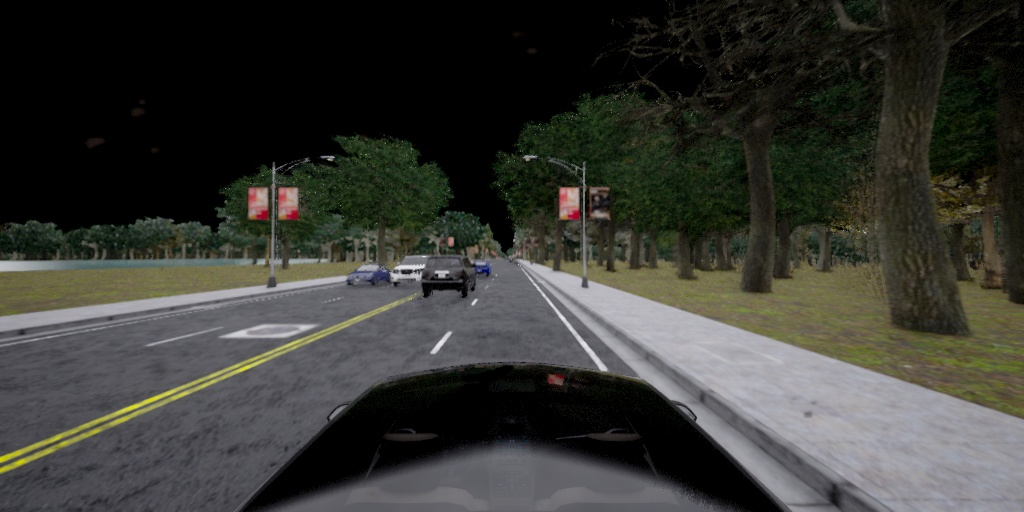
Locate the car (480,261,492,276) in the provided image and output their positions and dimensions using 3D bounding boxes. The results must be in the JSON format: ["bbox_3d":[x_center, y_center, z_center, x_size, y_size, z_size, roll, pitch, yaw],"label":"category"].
[{"bbox_3d":[-3.148,1.231,36.839,1.882,1.535,5.008,0,0,0],"label":"car"}]

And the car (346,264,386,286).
[{"bbox_3d":[-9.845,1.276,25.149,1.812,1.442,4.674,0,0,0],"label":"car"}]

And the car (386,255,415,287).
[{"bbox_3d":[-6.595,0.972,25.085,2.150,2.045,5.566,0,0,0],"label":"car"}]

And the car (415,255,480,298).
[{"bbox_3d":[-3.150,0.973,18.787,2.150,2.045,5.566,0,0,0],"label":"car"}]
